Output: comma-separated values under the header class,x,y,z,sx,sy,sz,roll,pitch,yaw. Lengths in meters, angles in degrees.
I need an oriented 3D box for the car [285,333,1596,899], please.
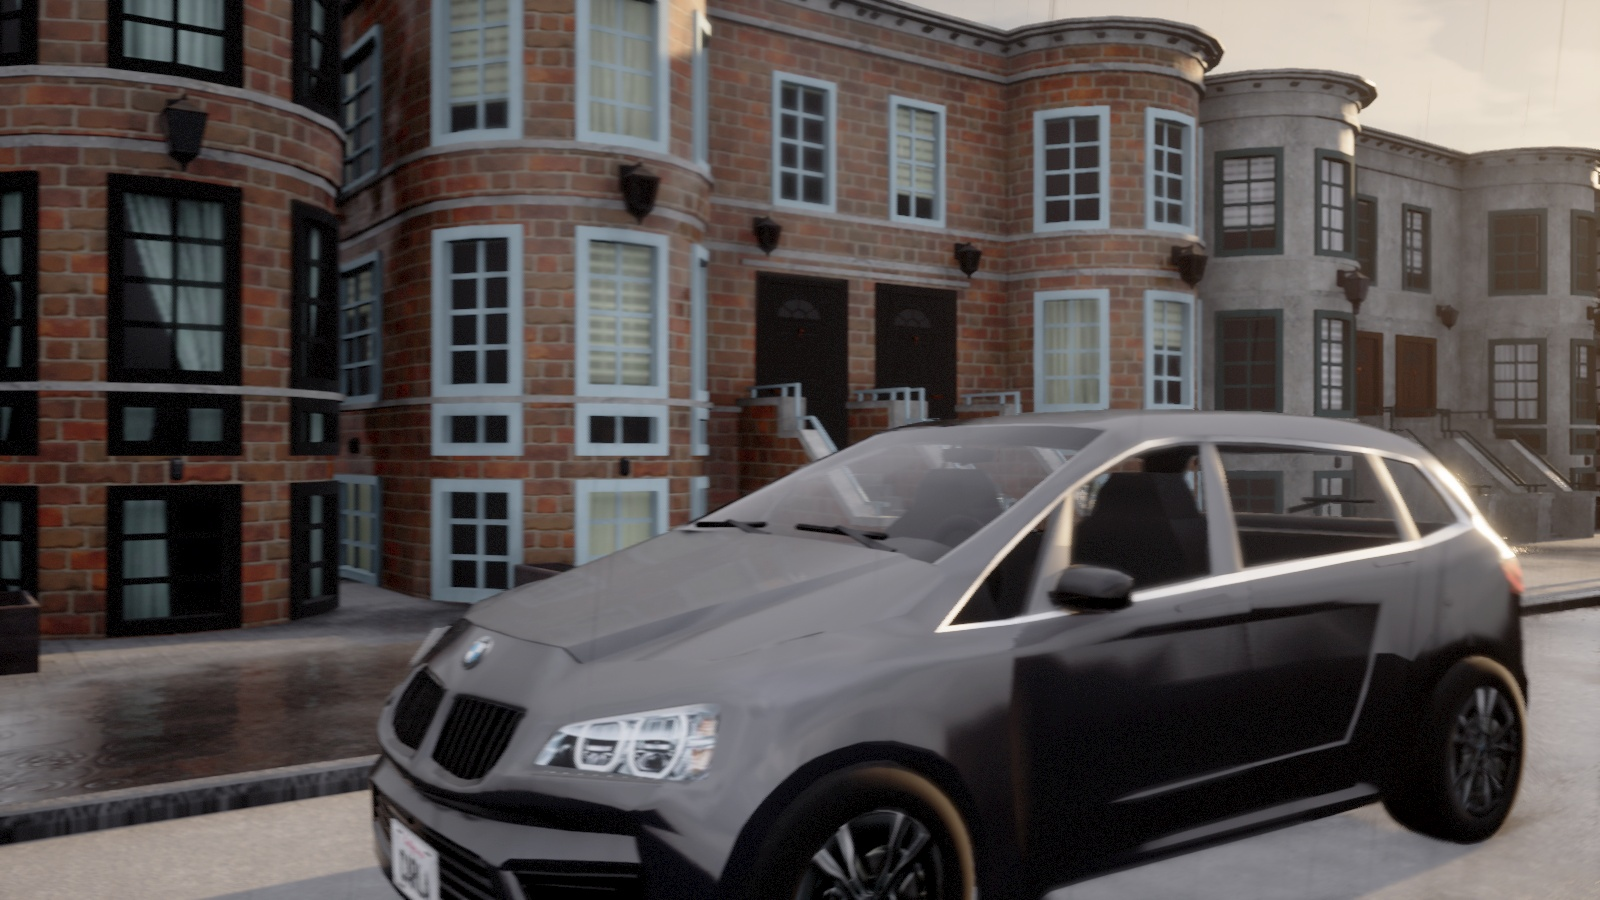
class,x,y,z,sx,sy,sz,roll,pitch,yaw
car,0.737,0.595,4.777,4.611,1.667,2.242,0,0,-35
